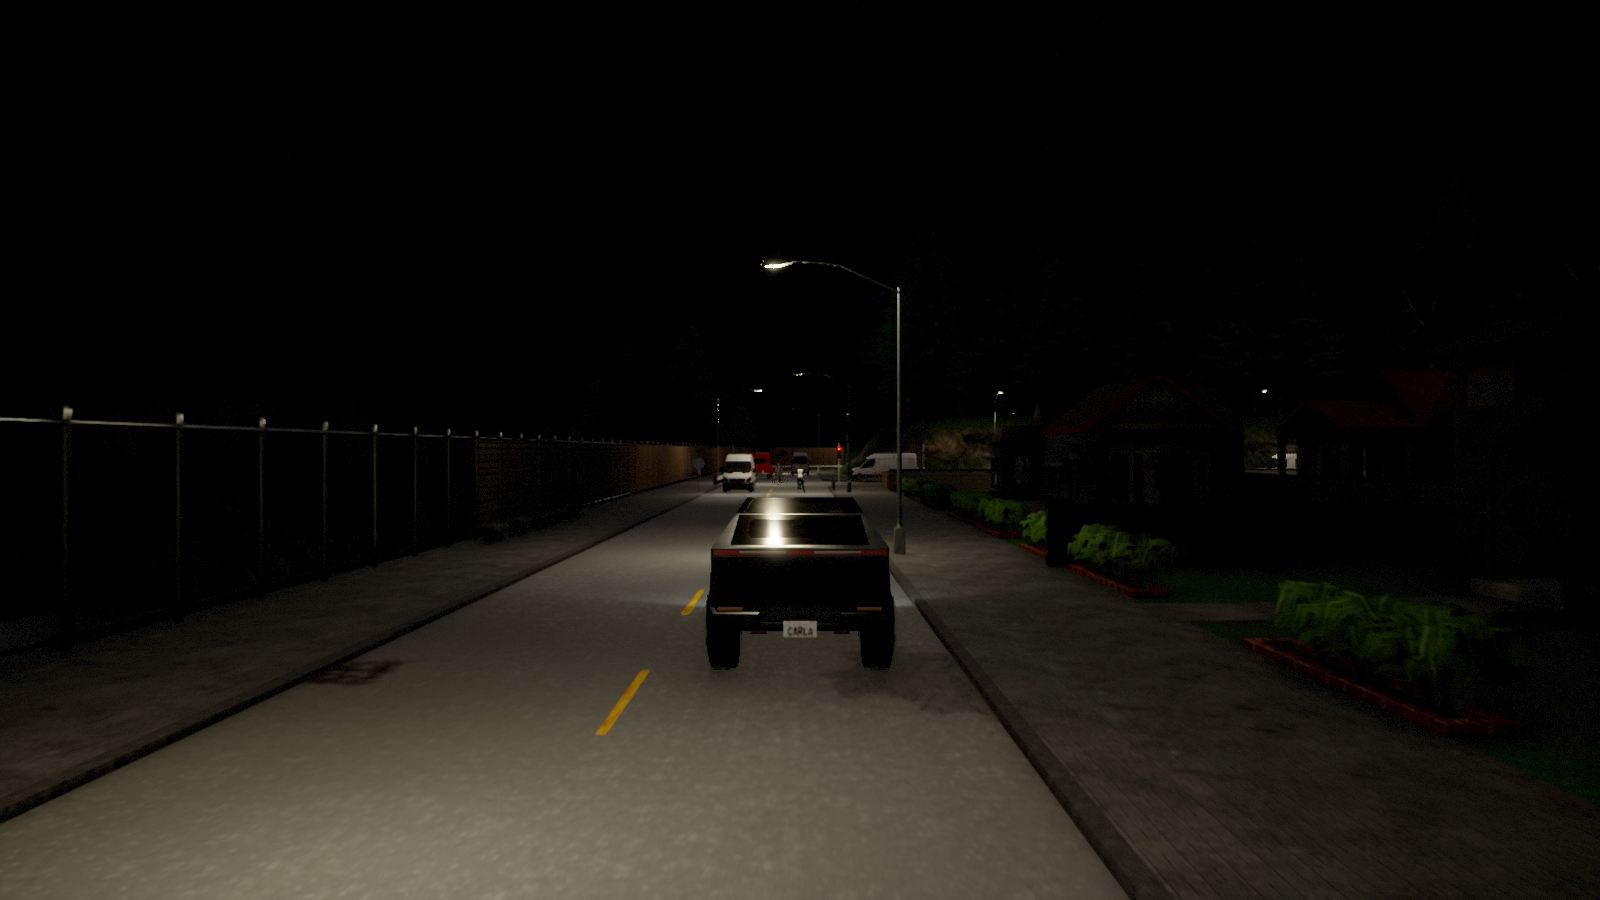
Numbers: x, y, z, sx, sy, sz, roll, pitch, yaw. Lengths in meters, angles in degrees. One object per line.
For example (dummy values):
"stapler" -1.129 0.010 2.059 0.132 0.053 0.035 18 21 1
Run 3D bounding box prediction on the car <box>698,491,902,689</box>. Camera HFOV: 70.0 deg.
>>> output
"car" 0.001 1.753 16.532 2.390 2.098 6.274 0 0 0
